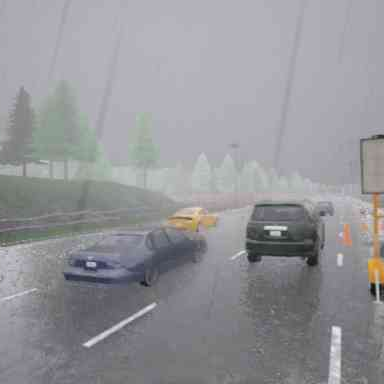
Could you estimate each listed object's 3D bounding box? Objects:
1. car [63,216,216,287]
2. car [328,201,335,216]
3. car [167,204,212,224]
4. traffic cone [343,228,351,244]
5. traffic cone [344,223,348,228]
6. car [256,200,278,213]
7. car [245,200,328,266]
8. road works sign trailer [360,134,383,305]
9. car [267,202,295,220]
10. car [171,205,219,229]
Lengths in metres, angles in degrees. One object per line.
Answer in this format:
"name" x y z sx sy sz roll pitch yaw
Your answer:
"car" -1.278 1.712 9.932 2.033 1.411 5.357 -2 -1 24
"car" 13.525 1.645 34.153 2.033 1.411 5.357 -2 -1 24
"car" -0.110 1.882 29.468 2.128 1.511 4.902 -2 -1 24
"traffic cone" 6.755 1.972 14.524 0.340 0.580 0.340 -2 -1 24
"traffic cone" 7.581 1.974 16.346 0.340 0.580 0.340 -2 -1 24
"car" 9.694 1.815 42.731 1.837 1.490 4.892 -2 -1 24
"car" 3.533 1.291 12.093 2.150 2.045 5.566 -2 -1 24
"road works sign trailer" 5.182 0.430 7.554 2.380 3.560 2.880 -2 -1 24
"car" 8.474 1.719 31.466 1.812 1.442 4.674 -2 -1 24
"car" 0.210 1.757 21.695 1.882 1.535 5.008 -2 -1 24
